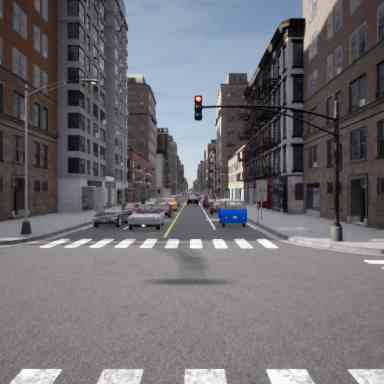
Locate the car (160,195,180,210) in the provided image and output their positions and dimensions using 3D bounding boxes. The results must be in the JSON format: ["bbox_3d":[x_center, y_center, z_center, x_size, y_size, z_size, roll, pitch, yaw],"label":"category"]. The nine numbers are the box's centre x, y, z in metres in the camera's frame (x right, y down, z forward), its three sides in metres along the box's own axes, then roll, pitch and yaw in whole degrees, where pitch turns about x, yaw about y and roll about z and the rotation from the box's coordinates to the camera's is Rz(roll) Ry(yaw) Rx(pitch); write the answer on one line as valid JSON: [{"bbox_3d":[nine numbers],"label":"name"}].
[{"bbox_3d":[-2.814,1.471,39.927,1.882,1.535,5.008,0,0,0],"label":"car"}]

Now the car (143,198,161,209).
[{"bbox_3d":[-5.355,1.516,44.987,1.752,1.417,4.829,0,0,0],"label":"car"}]

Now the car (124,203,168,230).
[{"bbox_3d":[-2.804,1.598,21.136,1.895,1.301,4.718,0,0,-1],"label":"car"}]

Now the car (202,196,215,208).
[{"bbox_3d":[2.670,1.573,45.157,1.802,1.307,4.206,0,0,0],"label":"car"}]

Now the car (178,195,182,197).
[{"bbox_3d":[-2.773,1.588,50.032,1.895,1.301,4.718,0,0,0],"label":"car"}]

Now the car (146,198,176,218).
[{"bbox_3d":[-2.824,1.560,30.280,1.994,1.385,4.181,0,0,0],"label":"car"}]

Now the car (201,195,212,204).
[{"bbox_3d":[2.683,1.417,62.201,1.967,1.590,4.097,0,0,0],"label":"car"}]

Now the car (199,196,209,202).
[{"bbox_3d":[2.691,1.519,73.563,2.008,1.369,4.403,0,0,0],"label":"car"}]

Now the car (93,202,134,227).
[{"bbox_3d":[-5.372,1.548,22.429,2.008,1.369,4.403,0,0,0],"label":"car"}]

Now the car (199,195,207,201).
[{"bbox_3d":[2.700,1.525,84.926,1.947,1.339,4.313,0,0,0],"label":"car"}]

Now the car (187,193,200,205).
[{"bbox_3d":[0.152,1.459,56.856,1.882,1.535,5.008,0,0,0],"label":"car"}]

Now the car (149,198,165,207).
[{"bbox_3d":[-5.350,1.552,50.839,1.947,1.339,4.313,0,0,0],"label":"car"}]

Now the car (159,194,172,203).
[{"bbox_3d":[-5.338,1.288,67.884,2.192,1.841,5.009,0,0,0],"label":"car"}]

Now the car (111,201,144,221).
[{"bbox_3d":[-5.367,1.541,28.111,1.887,1.381,4.507,0,0,0],"label":"car"}]

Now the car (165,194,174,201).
[{"bbox_3d":[-5.330,1.404,79.247,1.967,1.590,4.097,0,0,0],"label":"car"}]

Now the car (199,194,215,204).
[{"bbox_3d":[2.675,1.301,50.839,2.192,1.841,5.009,0,0,0],"label":"car"}]

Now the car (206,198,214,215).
[{"bbox_3d":[2.662,1.578,33.794,1.802,1.307,4.206,0,0,0],"label":"car"}]

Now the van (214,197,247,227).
[{"bbox_3d":[2.653,1.338,22.432,1.690,1.788,3.998,0,0,0],"label":"van"}]
